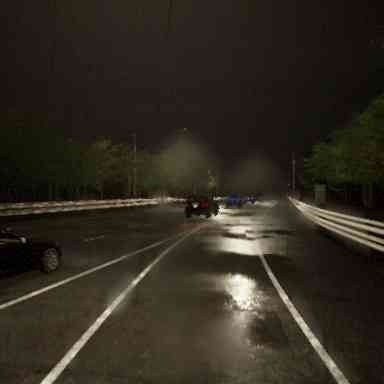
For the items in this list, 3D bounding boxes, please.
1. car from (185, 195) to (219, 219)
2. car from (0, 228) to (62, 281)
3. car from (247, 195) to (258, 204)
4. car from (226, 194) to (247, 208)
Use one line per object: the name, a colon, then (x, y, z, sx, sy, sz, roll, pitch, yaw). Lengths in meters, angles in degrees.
car: (0.983, 1.295, 30.510, 2.150, 2.045, 5.566, 0, 0, 15)
car: (-5.124, 1.505, 7.881, 1.812, 1.442, 4.674, 0, 0, 15)
car: (12.757, 1.622, 73.685, 2.150, 2.045, 5.566, 0, -1, 15)
car: (6.636, 1.394, 51.349, 2.150, 2.045, 5.566, 0, 0, 15)
